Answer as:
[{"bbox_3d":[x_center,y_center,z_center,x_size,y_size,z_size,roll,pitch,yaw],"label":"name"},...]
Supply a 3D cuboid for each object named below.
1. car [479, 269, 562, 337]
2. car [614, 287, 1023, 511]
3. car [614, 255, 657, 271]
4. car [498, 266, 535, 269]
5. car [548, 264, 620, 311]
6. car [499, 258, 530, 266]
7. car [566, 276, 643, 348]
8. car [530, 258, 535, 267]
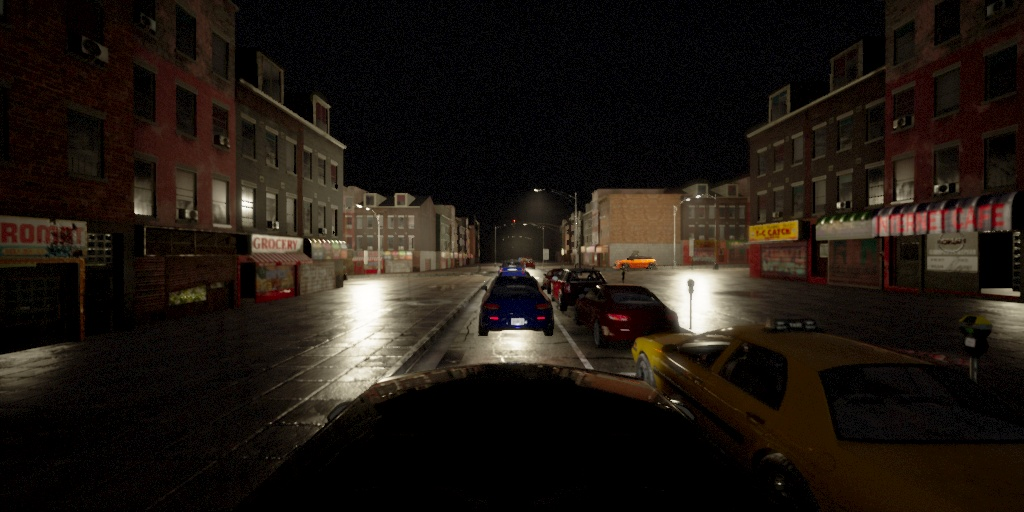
[{"bbox_3d":[0.082,1.275,10.166,1.812,1.442,4.674,0,0,-1],"label":"car"},{"bbox_3d":[2.640,1.275,3.624,1.751,1.417,4.829,0,0,0],"label":"car"},{"bbox_3d":[13.785,0.716,40.353,4.553,1.767,2.097,-1,0,0],"label":"car"},{"bbox_3d":[0.122,1.354,17.621,1.895,1.301,4.718,0,0,0],"label":"car"},{"bbox_3d":[2.651,1.191,14.388,1.967,1.591,4.097,0,0,0],"label":"car"},{"bbox_3d":[0.015,1.118,27.519,2.097,1.767,4.553,0,0,0],"label":"car"},{"bbox_3d":[2.646,1.331,8.922,1.802,1.307,4.207,0,0,0],"label":"car"},{"bbox_3d":[2.696,1.295,57.195,1.967,1.591,4.097,0,0,0],"label":"car"}]
